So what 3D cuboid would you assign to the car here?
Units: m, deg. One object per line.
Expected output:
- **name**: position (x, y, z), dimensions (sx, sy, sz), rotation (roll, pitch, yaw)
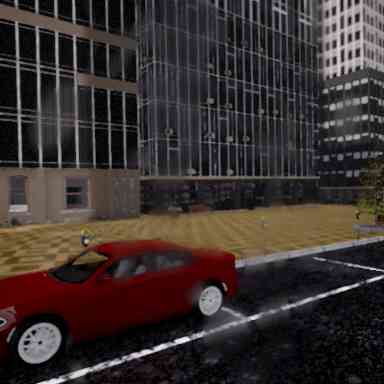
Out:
- **car**: position (-1.213, 1.532, 5.708), dimensions (4.507, 1.381, 1.887), rotation (0, -1, -35)
